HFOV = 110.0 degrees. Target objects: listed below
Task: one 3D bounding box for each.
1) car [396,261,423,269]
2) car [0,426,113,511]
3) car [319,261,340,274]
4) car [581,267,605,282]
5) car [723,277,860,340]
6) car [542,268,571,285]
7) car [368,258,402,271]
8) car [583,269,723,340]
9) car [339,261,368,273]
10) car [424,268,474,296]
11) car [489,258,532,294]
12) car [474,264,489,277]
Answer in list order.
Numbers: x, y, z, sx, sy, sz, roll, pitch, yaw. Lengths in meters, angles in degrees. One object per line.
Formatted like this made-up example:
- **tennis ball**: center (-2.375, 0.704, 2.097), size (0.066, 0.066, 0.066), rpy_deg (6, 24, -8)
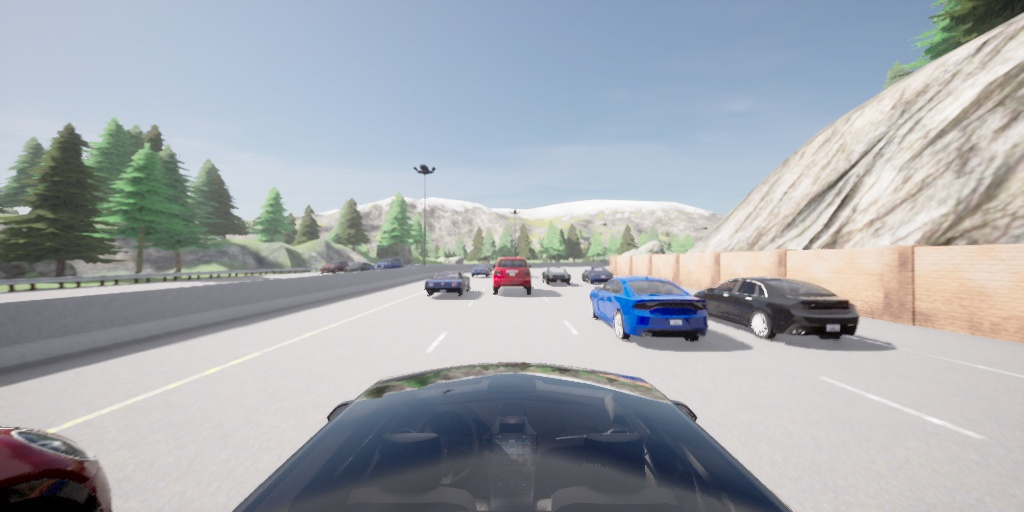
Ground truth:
- **car**: center (-13.172, 1.709, 48.039), size (1.895, 1.301, 4.718), rpy_deg (0, -1, 9)
- **car**: center (-3.399, 1.079, 0.186), size (2.097, 1.767, 4.553), rpy_deg (0, -1, 0)
- **car**: center (-23.693, 1.432, 48.231), size (2.097, 1.767, 4.553), rpy_deg (0, 0, 7)
- **car**: center (6.972, 1.569, 29.424), size (1.994, 1.385, 4.181), rpy_deg (0, 0, 0)
- **car**: center (7.056, 1.348, 10.308), size (1.837, 1.490, 4.892), rpy_deg (0, 0, 0)
- **car**: center (3.472, 1.592, 28.904), size (1.895, 1.301, 4.718), rpy_deg (0, 0, 0)
- **car**: center (-16.630, 1.326, 48.550), size (2.150, 2.045, 5.566), rpy_deg (0, -1, 9)
- **car**: center (3.556, 1.310, 10.268), size (1.882, 1.535, 5.008), rpy_deg (0, 0, 0)
- **car**: center (-20.259, 1.592, 47.567), size (1.837, 1.490, 4.892), rpy_deg (0, -1, 7)
- **car**: center (-3.490, 1.499, 20.262), size (1.895, 1.301, 4.718), rpy_deg (0, 0, 0)
- **car**: center (0.005, 1.137, 21.792), size (2.150, 2.045, 5.566), rpy_deg (0, -1, 0)
- **car**: center (-3.298, 1.614, 40.014), size (2.033, 1.411, 5.357), rpy_deg (0, 0, 4)
